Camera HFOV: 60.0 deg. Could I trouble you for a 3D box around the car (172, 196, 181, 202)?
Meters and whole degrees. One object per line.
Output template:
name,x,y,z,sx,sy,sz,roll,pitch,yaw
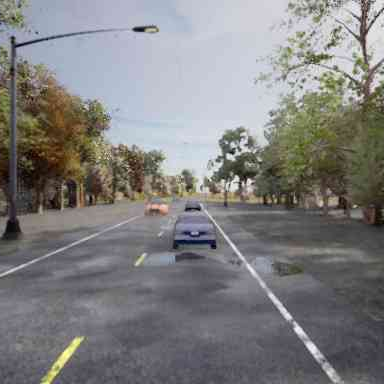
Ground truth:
car,-3.491,1.567,75.570,1.994,1.385,4.181,0,0,0

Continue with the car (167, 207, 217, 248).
car,0.103,1.619,15.110,2.033,1.411,5.357,0,0,0

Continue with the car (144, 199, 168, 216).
car,-3.583,1.504,33.999,2.097,1.767,4.553,0,0,0

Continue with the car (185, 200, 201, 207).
car,0.104,1.758,43.765,1.994,1.385,4.181,0,0,0
